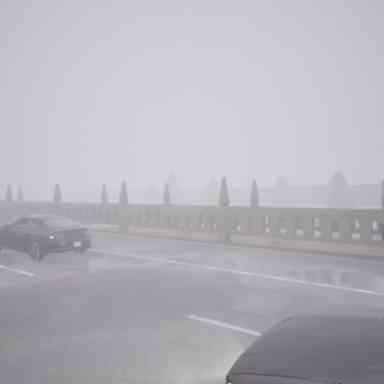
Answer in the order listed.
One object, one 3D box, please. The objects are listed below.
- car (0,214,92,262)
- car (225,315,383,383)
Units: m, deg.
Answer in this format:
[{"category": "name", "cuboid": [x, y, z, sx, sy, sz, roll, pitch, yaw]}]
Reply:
[{"category": "car", "cuboid": [-5.662, 1.560, 12.325, 4.674, 1.442, 1.812, 0, 0, 36]}, {"category": "car", "cuboid": [2.810, 1.544, 1.982, 5.357, 1.411, 2.033, 0, 0, 36]}]
